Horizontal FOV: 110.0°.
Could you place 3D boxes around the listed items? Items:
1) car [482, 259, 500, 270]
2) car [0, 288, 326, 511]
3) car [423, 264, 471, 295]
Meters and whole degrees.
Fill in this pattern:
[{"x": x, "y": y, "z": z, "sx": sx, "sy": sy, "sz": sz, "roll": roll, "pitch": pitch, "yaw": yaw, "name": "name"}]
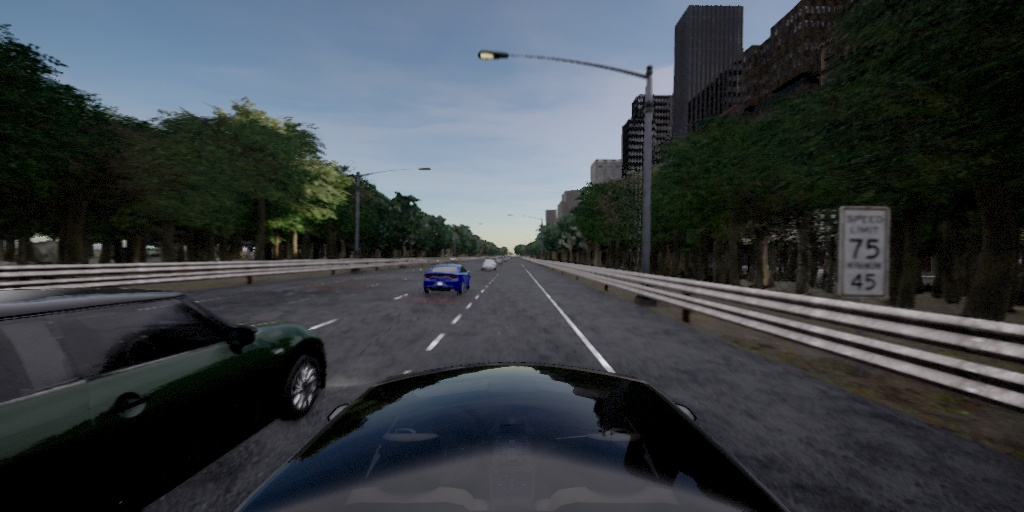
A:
[{"x": -3.150, "y": 1.227, "z": 50.585, "sx": 1.812, "sy": 1.442, "sz": 4.674, "roll": 1, "pitch": 0, "yaw": 0, "name": "car"}, {"x": -3.521, "y": 1.034, "z": 2.922, "sx": 2.097, "sy": 1.767, "sz": 4.553, "roll": 1, "pitch": 0, "yaw": 0, "name": "car"}, {"x": -3.394, "y": 1.163, "z": 19.467, "sx": 1.882, "sy": 1.535, "sz": 5.008, "roll": 1, "pitch": 0, "yaw": 0, "name": "car"}]
